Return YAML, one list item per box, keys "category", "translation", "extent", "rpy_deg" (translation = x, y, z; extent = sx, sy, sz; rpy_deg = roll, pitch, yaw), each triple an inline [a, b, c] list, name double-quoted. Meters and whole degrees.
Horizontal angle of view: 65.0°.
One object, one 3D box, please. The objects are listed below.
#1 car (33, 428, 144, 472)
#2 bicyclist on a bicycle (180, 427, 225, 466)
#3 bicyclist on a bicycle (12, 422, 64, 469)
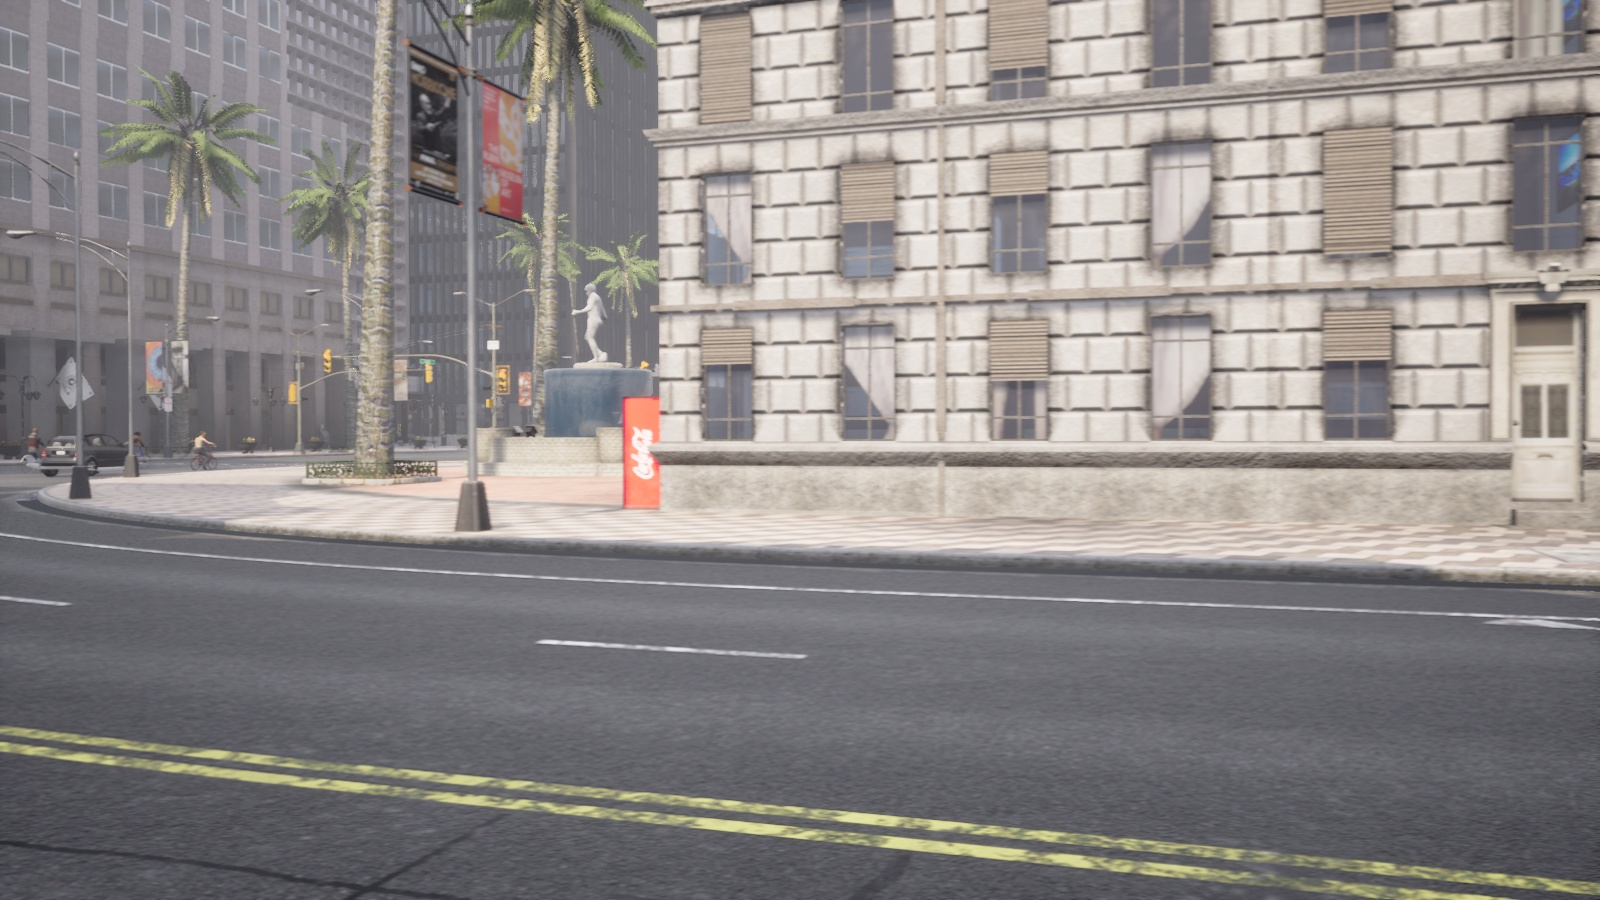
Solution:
- category: "car"
  translation: [-25.949, -0.025, 45.925]
  extent: [1.789, 1.549, 3.705]
  rpy_deg: [0, 1, 3]
- category: "bicyclist on a bicycle"
  translation: [-24.724, -0.159, 51.985]
  extent: [0.866, 1.612, 1.509]
  rpy_deg: [0, 1, 17]
- category: "bicyclist on a bicycle"
  translation: [-29.178, -0.180, 48.106]
  extent: [0.659, 1.776, 1.843]
  rpy_deg: [0, 1, 8]
